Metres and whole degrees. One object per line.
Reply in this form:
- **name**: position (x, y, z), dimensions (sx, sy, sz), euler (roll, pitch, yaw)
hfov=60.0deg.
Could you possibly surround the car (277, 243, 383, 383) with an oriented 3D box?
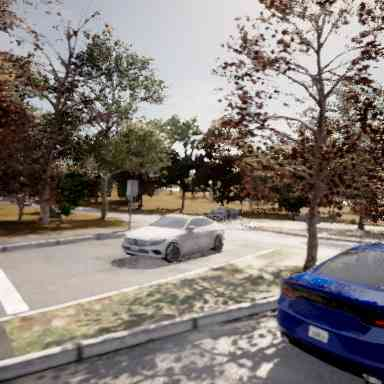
- **car**: position (3.545, 1.557, 5.206), dimensions (5.008, 1.535, 1.882), euler (2, -1, -33)

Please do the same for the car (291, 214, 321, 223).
- **car**: position (16.643, 3.853, 48.680), dimensions (4.181, 1.385, 1.994), euler (4, -2, -9)

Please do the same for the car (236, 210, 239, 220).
- **car**: position (4.366, 2.814, 45.017), dimensions (2.097, 1.767, 4.553), euler (1, -3, 44)

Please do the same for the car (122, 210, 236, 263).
- **car**: position (-0.427, 1.535, 12.187), dimensions (1.812, 1.442, 4.674), euler (2, -1, 35)

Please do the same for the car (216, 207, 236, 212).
- **car**: position (3.042, 2.613, 36.245), dimensions (1.994, 1.385, 4.181), euler (2, -2, 19)
